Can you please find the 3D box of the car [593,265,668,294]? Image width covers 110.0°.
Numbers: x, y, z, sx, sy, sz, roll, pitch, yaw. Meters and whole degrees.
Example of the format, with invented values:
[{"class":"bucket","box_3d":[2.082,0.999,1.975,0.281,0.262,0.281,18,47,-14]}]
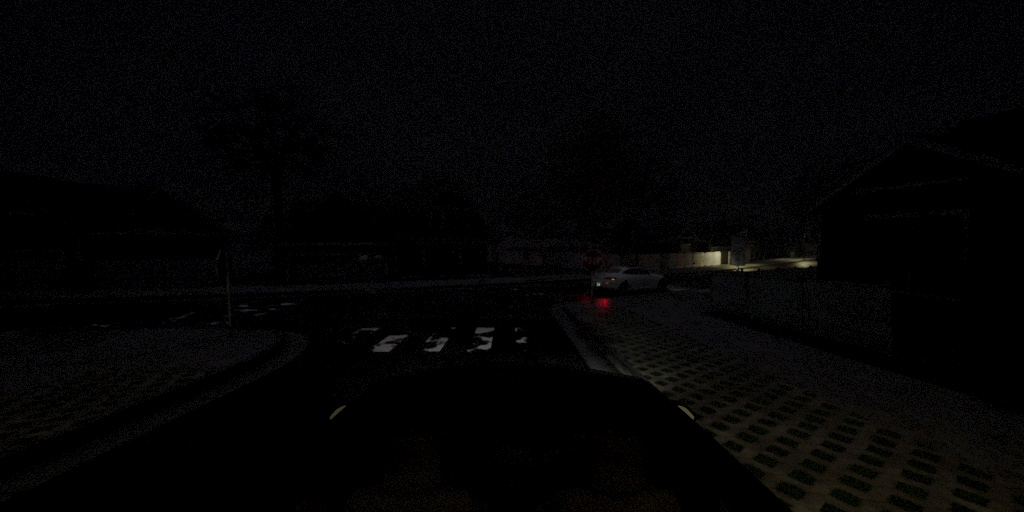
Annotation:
[{"class":"car","box_3d":[6.617,1.244,20.113,4.674,1.442,1.812,-1,3,-28]}]
